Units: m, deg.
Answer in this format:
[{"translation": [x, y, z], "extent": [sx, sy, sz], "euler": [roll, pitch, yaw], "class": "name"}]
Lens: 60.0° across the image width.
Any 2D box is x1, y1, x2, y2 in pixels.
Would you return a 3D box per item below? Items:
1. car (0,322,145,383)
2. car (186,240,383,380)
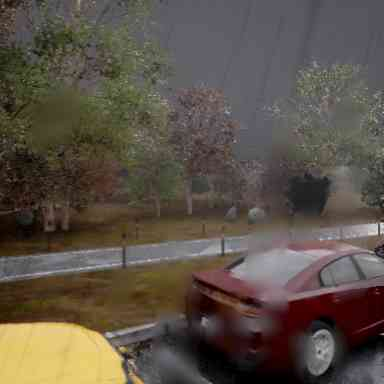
[{"translation": [-2.917, 1.484, 1.964], "extent": [5.366, 1.575, 1.946], "euler": [1, 0, -33], "class": "car"}, {"translation": [2.272, 1.571, 5.678], "extent": [5.008, 1.535, 2.097], "euler": [0, 0, -33], "class": "car"}]
